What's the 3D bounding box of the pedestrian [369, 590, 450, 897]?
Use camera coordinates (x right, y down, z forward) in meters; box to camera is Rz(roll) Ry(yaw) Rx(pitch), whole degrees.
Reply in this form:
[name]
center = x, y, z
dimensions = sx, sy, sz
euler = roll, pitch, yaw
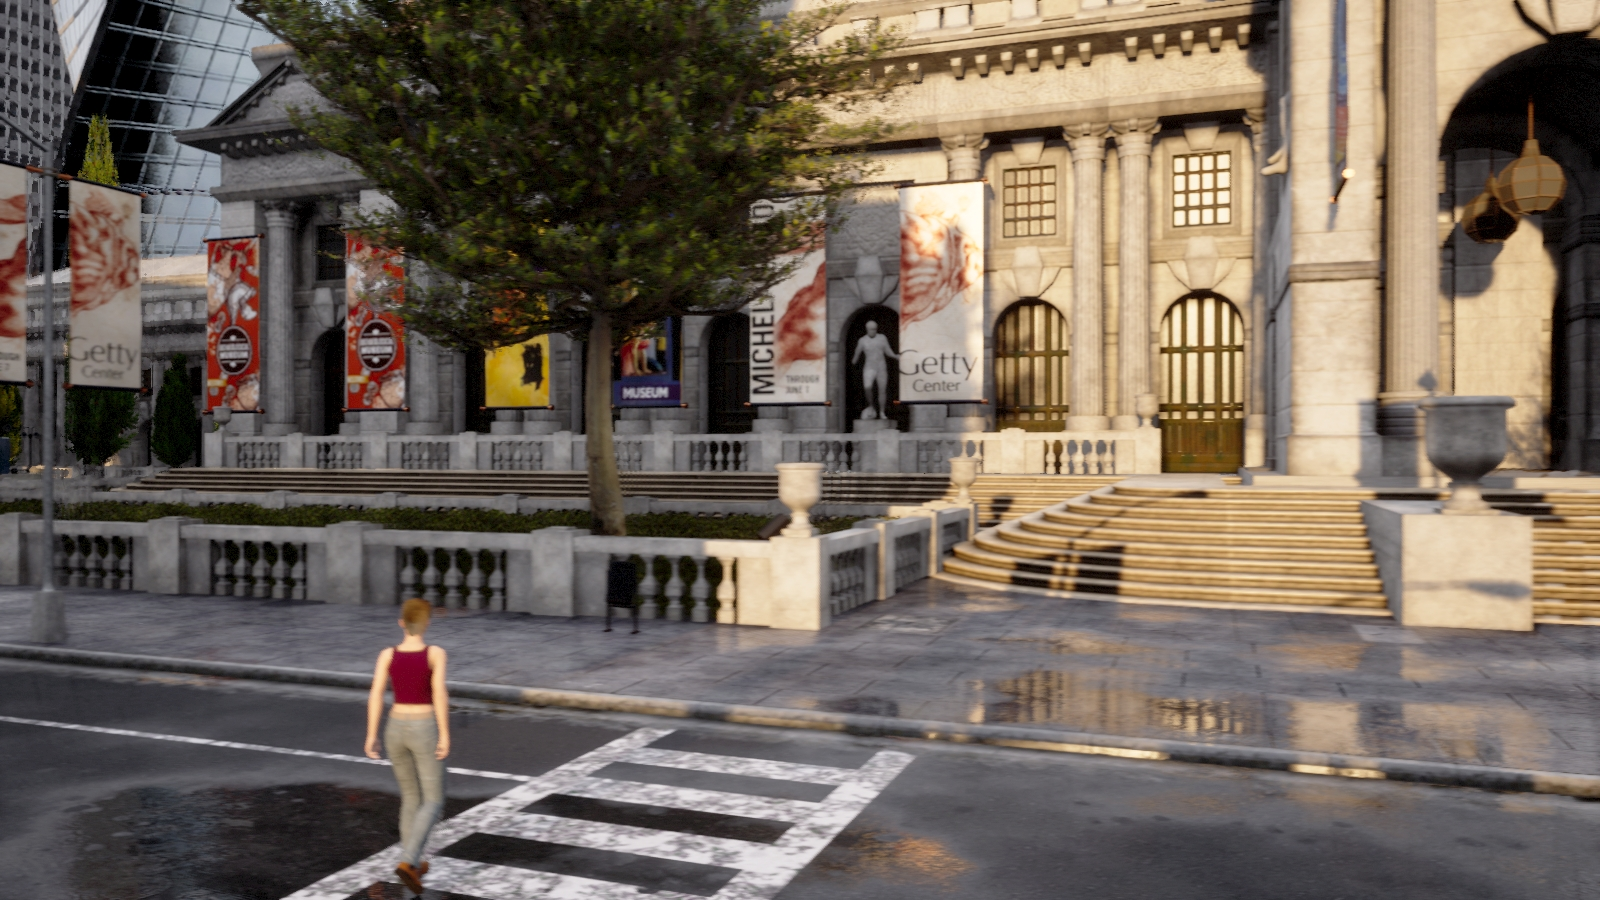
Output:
[pedestrian]
center = -2.487, 1.848, 7.290
dimensions = 0.375, 1.860, 0.375
euler = 0, 0, 2
